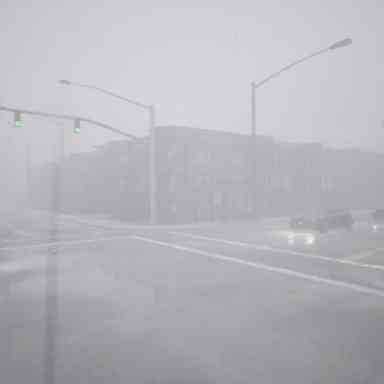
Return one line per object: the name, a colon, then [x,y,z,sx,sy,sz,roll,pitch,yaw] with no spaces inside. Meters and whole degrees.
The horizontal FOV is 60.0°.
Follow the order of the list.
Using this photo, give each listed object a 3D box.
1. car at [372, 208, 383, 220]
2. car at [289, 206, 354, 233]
car: [15.625,1.450,25.207,4.718,1.301,1.895,-1,0,-36]
car: [7.532,1.500,19.334,4.181,1.385,1.994,-1,0,-36]
